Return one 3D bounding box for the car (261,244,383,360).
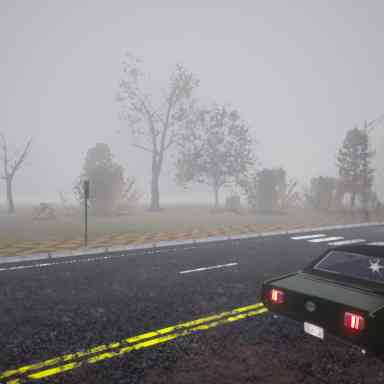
[{"bbox_3d":[3.494,1.600,5.795,4.718,1.301,1.895,0,0,-35],"label":"car"}]
